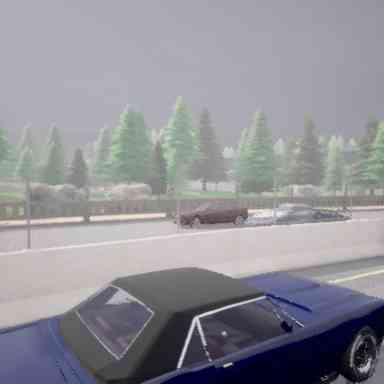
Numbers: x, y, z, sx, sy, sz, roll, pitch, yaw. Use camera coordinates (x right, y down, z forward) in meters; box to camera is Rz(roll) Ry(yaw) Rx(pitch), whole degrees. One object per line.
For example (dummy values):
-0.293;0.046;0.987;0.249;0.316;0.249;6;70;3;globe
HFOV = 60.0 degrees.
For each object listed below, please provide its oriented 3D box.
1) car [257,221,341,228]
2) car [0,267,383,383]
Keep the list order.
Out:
5.345;1.439;15.040;4.181;1.385;1.994;-1;0;-27;car
0.225;1.578;3.738;4.718;1.301;1.895;-1;0;-34;car
